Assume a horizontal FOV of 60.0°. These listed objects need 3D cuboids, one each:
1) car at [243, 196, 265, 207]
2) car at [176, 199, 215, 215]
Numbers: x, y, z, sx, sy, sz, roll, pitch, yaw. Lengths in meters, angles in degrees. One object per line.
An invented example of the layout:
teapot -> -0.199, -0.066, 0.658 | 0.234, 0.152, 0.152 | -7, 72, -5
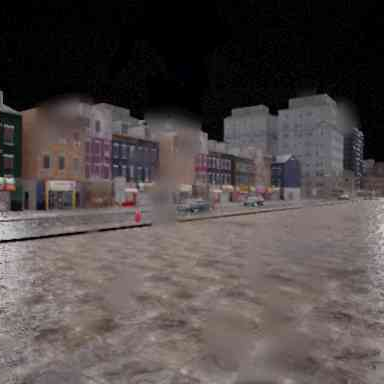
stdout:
car -> 9.406, 1.426, 50.113 | 1.837, 1.490, 4.892 | 1, 1, 36
car -> 0.444, 1.409, 32.924 | 2.128, 1.511, 4.902 | 1, 1, 36
